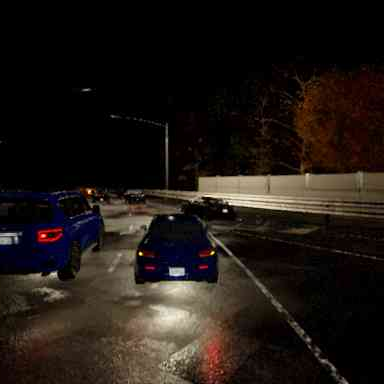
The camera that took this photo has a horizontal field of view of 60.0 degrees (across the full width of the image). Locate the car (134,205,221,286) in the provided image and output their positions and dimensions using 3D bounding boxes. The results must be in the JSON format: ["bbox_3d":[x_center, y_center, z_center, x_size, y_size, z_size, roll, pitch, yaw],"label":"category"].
[{"bbox_3d":[-0.409,1.300,8.662,1.812,1.442,4.674,0,2,-3],"label":"car"}]

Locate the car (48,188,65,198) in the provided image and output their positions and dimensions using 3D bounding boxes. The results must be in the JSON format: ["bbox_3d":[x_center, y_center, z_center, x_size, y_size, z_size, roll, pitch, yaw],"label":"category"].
[{"bbox_3d":[-22.346,0.115,54.742,1.837,1.490,4.892,-1,2,-30],"label":"car"}]

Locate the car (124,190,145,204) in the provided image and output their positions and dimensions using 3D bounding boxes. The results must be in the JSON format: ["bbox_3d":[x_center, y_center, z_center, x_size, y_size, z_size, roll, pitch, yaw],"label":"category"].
[{"bbox_3d":[-6.473,0.538,37.150,2.128,1.511,4.902,-1,1,-19],"label":"car"}]

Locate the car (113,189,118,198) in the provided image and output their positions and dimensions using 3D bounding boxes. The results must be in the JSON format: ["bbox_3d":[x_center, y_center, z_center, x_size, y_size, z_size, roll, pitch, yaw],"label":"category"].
[{"bbox_3d":[-12.802,0.186,51.637,1.837,1.490,4.892,-1,2,-27],"label":"car"}]

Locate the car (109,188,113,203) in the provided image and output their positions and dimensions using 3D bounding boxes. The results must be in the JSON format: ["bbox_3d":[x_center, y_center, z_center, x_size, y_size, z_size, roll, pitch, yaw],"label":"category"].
[{"bbox_3d":[-10.652,0.522,38.485,1.837,1.490,4.892,0,1,-20],"label":"car"}]

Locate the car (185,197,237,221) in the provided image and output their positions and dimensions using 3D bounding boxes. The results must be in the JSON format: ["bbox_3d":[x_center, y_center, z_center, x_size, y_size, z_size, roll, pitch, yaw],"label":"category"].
[{"bbox_3d":[0.944,1.022,20.873,1.994,1.385,4.181,-1,2,-29],"label":"car"}]

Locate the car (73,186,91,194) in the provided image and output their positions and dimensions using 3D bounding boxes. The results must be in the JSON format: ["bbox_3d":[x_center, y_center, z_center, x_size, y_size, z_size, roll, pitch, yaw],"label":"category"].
[{"bbox_3d":[-22.244,-0.377,67.204,1.882,1.535,5.008,-1,2,-38],"label":"car"}]

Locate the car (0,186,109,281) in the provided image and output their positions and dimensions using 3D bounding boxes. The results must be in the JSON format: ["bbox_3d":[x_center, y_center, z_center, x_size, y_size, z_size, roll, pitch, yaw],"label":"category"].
[{"bbox_3d":[-3.916,0.985,9.173,2.150,2.045,5.566,0,1,-5],"label":"car"}]

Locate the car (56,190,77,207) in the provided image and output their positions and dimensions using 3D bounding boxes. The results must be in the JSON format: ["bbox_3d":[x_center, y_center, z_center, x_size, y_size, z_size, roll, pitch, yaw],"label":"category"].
[{"bbox_3d":[-13.008,0.594,34.715,1.882,1.535,5.008,0,2,-19],"label":"car"}]

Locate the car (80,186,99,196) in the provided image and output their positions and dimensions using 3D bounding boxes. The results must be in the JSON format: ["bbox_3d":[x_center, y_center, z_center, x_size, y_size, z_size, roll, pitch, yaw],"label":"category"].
[{"bbox_3d":[-19.564,-0.262,63.386,2.097,1.767,4.553,-1,2,-34],"label":"car"}]

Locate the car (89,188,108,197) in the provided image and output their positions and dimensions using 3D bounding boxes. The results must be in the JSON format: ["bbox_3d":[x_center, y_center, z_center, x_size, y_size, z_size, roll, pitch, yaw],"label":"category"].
[{"bbox_3d":[-16.386,0.009,58.160,2.128,1.511,4.902,-1,2,-30],"label":"car"}]
